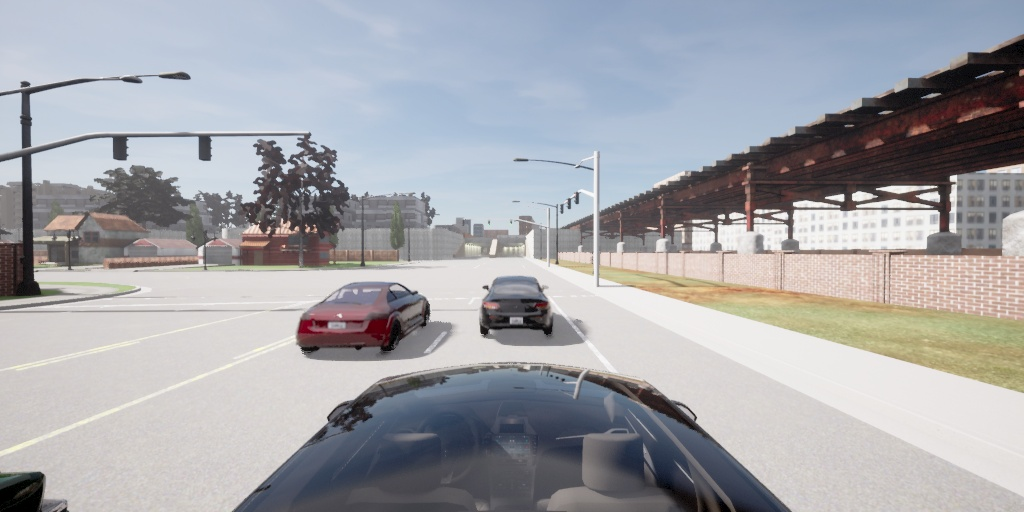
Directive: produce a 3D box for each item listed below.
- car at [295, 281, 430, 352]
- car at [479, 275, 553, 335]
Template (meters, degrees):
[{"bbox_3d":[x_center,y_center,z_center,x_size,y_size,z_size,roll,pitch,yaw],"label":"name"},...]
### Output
[{"bbox_3d":[-3.399,1.315,8.957,1.994,1.385,4.181,0,0,0],"label":"car"},{"bbox_3d":[0.104,1.277,10.371,1.812,1.442,4.674,0,0,0],"label":"car"}]
